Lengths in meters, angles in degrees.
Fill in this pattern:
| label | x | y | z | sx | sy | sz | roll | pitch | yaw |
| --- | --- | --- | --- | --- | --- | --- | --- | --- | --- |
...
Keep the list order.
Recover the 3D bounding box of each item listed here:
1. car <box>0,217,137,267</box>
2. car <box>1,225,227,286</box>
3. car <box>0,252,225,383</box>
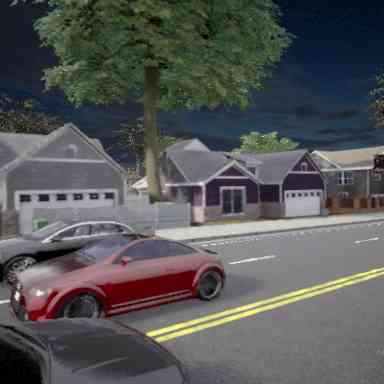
| label | x | y | z | sx | sy | sz | roll | pitch | yaw |
| --- | --- | --- | --- | --- | --- | --- | --- | --- | --- |
| car | -3.260 | 1.490 | 9.341 | 4.902 | 1.511 | 2.128 | 0 | 0 | -35 |
| car | -1.306 | 1.562 | 6.743 | 4.181 | 1.385 | 1.994 | 0 | 0 | -35 |
| car | -2.209 | 1.505 | 1.861 | 4.892 | 1.490 | 1.837 | 0 | 0 | -35 |
